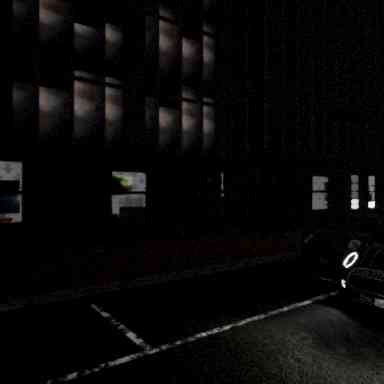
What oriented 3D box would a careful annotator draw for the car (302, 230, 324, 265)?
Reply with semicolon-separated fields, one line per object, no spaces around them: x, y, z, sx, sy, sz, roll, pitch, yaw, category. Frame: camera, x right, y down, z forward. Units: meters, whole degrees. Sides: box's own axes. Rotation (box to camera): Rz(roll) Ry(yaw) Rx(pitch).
5.339;1.422;10.543;4.097;1.590;1.967;0;0;-36;car

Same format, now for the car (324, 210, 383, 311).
5.125;1.338;7.033;4.553;1.767;2.097;0;0;-36;car
